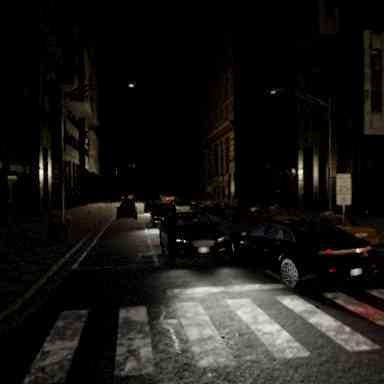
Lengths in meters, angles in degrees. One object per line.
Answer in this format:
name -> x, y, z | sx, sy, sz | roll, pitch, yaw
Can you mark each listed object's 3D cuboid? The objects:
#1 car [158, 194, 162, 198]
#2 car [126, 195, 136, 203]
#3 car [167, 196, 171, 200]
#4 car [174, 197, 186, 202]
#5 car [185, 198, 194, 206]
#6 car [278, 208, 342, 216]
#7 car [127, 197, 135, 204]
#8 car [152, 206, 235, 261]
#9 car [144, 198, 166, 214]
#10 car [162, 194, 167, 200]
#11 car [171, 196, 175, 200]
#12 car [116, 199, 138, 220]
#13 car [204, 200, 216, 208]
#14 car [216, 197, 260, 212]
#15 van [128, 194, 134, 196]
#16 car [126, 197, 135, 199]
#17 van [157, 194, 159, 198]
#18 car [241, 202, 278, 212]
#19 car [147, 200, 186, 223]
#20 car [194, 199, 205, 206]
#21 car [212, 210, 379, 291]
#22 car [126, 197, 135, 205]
car -> -6.987, 1.730, 85.846 | 1.752, 1.417, 4.829 | -1, 0, -10
car -> -14.381, 1.561, 78.669 | 2.192, 1.841, 5.009 | -1, 0, -10
car -> -3.071, 1.569, 63.611 | 1.967, 1.590, 4.097 | -1, 0, -10
car -> -1.126, 1.658, 52.578 | 1.947, 1.339, 4.313 | -1, 0, -10
car -> 0.818, 1.607, 41.545 | 2.008, 1.369, 4.403 | -1, 0, -10
car -> 5.648, 1.497, 14.128 | 1.752, 1.417, 4.829 | -1, 0, -10
car -> -13.406, 1.809, 73.151 | 1.802, 1.307, 4.206 | -1, 0, -10
car -> -0.119, 1.496, 12.451 | 2.128, 1.511, 4.902 | -1, 0, -11
car -> -4.362, 1.652, 37.294 | 1.994, 1.385, 4.181 | 0, 0, -10
car -> -5.015, 1.606, 74.645 | 1.967, 1.590, 4.097 | -1, 0, -10
car -> -2.097, 1.692, 58.095 | 1.802, 1.307, 4.206 | -1, 0, -10
car -> -5.631, 1.628, 29.014 | 1.887, 1.381, 4.507 | -1, 0, -10
car -> 2.762, 1.567, 30.511 | 1.887, 1.381, 4.507 | -1, 0, -10
car -> 3.731, 1.320, 24.994 | 2.192, 1.841, 5.009 | -1, 0, -10
van -> -11.465, 1.531, 62.117 | 1.690, 1.788, 3.998 | -1, 0, -10
car -> -8.546, 1.718, 45.566 | 1.802, 1.307, 4.206 | -1, 0, -10
van -> -7.932, 1.565, 91.196 | 1.690, 1.788, 3.998 | -1, 0, -10
car -> 4.676, 1.514, 19.645 | 1.752, 1.417, 4.829 | -1, 0, -10
car -> -1.892, 1.550, 23.159 | 1.837, 1.490, 4.892 | 0, 0, -10
car -> 1.760, 1.565, 36.196 | 1.752, 1.417, 4.829 | -1, 0, -10
car -> 2.589, 1.481, 9.149 | 2.128, 1.511, 4.902 | -1, -1, -19
car -> -12.405, 1.733, 67.467 | 1.752, 1.417, 4.829 | -1, 0, -10
